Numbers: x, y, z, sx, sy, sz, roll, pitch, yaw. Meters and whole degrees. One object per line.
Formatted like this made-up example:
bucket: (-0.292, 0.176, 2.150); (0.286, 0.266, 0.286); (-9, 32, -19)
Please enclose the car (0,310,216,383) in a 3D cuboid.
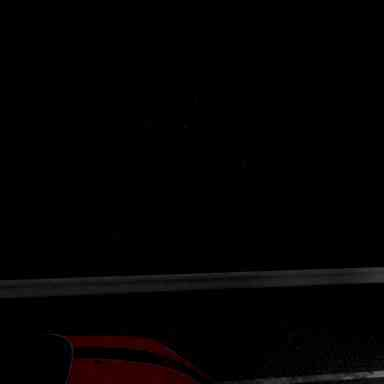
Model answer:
car: (-1.852, 1.352, 1.664); (4.553, 1.767, 2.097); (0, 0, -6)
